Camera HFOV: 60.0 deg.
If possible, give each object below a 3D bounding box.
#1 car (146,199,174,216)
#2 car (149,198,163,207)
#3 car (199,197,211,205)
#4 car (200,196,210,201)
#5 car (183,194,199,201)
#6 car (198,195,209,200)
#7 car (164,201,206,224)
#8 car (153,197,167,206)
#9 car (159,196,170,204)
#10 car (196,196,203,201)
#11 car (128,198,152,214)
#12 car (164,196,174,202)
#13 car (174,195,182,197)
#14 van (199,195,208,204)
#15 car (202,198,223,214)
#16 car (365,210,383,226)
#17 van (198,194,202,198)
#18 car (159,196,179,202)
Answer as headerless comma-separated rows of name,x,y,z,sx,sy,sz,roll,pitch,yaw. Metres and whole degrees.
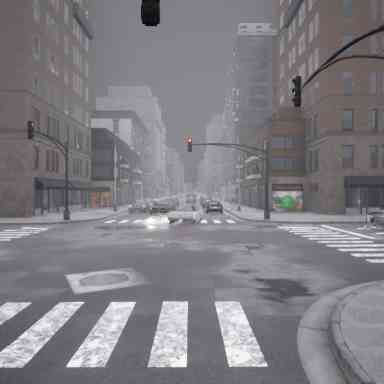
car,-3.129,1.637,33.460,1.895,1.301,4.718,0,0,0
car,-5.628,1.653,52.629,1.802,1.307,4.206,0,0,0
car,2.418,1.647,63.635,2.008,1.369,4.403,0,0,0
car,2.386,1.641,47.103,1.802,1.307,4.206,0,0,0
car,-0.123,1.584,61.962,2.128,1.511,4.902,0,0,0
car,2.397,1.637,52.614,1.947,1.339,4.313,0,0,0
car,-0.417,1.622,24.699,1.895,1.301,4.718,0,0,10
car,-5.617,1.634,58.140,2.008,1.369,4.403,0,0,0
car,-5.596,1.552,69.162,1.967,1.590,4.097,0,0,0
car,2.061,1.698,90.050,1.812,1.442,4.674,0,0,0
car,-5.661,1.480,36.098,1.967,1.590,4.097,0,0,0
car,-5.574,1.695,80.183,2.008,1.369,4.403,0,0,0
car,-3.078,1.637,53.397,1.994,1.385,4.181,0,0,0
van,2.429,1.453,69.146,1.690,1.788,3.998,0,0,0
car,2.364,1.606,36.081,1.947,1.339,4.313,0,0,0
car,13.384,1.442,20.591,4.902,1.511,2.128,0,0,0
van,2.408,1.424,58.125,1.690,1.788,3.998,0,0,0
car,-3.105,1.617,43.438,1.994,1.385,4.181,0,0,1
